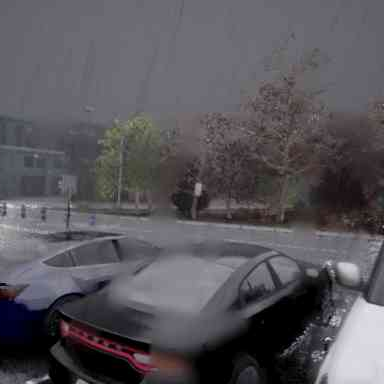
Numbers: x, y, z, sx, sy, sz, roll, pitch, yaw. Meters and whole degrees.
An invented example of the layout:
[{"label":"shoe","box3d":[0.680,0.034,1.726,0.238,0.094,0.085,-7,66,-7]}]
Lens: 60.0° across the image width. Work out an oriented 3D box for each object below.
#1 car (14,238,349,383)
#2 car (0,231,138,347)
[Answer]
[{"label":"car","box3d":[0.559,1.464,4.742,2.097,1.535,5.008,1,0,36]},{"label":"car","box3d":[-1.681,1.474,6.383,2.163,1.488,4.792,1,0,36]}]
